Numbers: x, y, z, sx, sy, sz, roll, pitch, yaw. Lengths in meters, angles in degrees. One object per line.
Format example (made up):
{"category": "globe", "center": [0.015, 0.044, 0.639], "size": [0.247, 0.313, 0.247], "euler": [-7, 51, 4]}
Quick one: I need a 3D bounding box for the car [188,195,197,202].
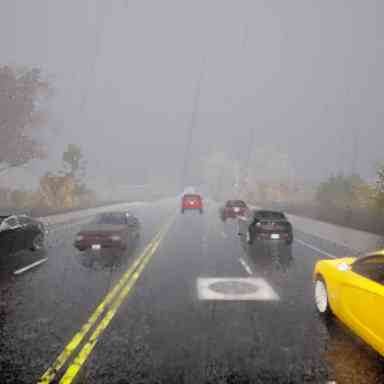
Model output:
{"category": "car", "center": [0.028, 1.366, 73.873], "size": [1.882, 1.535, 5.008], "euler": [0, 0, 0]}

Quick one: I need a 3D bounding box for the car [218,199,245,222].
{"category": "car", "center": [3.260, 1.325, 26.414], "size": [2.097, 1.767, 4.553], "euler": [0, 0, 0]}

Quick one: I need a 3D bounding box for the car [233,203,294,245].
{"category": "car", "center": [3.256, 1.490, 15.445], "size": [1.837, 1.490, 4.892], "euler": [0, 0, 0]}

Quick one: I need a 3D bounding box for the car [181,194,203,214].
{"category": "car", "center": [-0.001, 1.180, 35.597], "size": [2.150, 2.045, 5.566], "euler": [0, 0, 0]}

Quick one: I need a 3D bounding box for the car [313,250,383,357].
{"category": "car", "center": [3.252, 1.474, 4.444], "size": [1.882, 1.535, 5.008], "euler": [0, 0, 0]}

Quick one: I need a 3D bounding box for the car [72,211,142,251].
{"category": "car", "center": [-3.344, 1.535, 14.289], "size": [2.033, 1.411, 5.357], "euler": [0, 0, 0]}

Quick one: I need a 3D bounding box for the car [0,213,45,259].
{"category": "car", "center": [-6.595, 1.483, 10.939], "size": [2.128, 1.511, 4.902], "euler": [0, 0, 0]}

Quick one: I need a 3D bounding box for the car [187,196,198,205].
{"category": "car", "center": [0.119, 1.445, 57.104], "size": [1.812, 1.442, 4.674], "euler": [0, 0, 0]}
